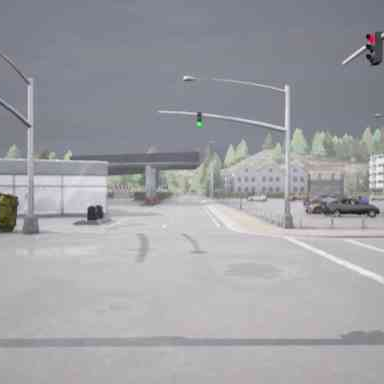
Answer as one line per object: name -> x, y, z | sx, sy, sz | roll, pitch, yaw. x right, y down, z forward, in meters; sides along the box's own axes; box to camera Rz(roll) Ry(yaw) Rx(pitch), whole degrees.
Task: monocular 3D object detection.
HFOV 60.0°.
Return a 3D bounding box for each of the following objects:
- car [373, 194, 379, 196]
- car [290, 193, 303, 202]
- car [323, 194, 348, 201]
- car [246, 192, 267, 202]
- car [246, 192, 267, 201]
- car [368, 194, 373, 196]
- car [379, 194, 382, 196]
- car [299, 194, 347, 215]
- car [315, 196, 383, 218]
car -> 38.143, 1.127, 68.357 | 3.806, 1.475, 1.970 | 0, 0, -1
car -> 21.105, 0.997, 64.963 | 4.605, 1.855, 1.932 | 0, 0, -1
car -> 31.069, 1.187, 71.972 | 4.514, 1.523, 2.007 | 0, 0, -1
car -> 12.627, 1.261, 64.868 | 3.806, 1.475, 1.970 | 0, 0, -1
car -> 13.215, 0.972, 68.196 | 3.866, 1.878, 1.905 | 0, 0, -1
car -> 20.504, 1.254, 42.509 | 3.633, 1.501, 1.845 | 0, 0, -1
car -> 38.510, 1.058, 61.942 | 5.027, 1.636, 2.152 | 0, 0, -1
car -> 12.911, 1.283, 30.611 | 5.027, 1.636, 2.152 | 0, 0, -1
car -> 12.984, 1.297, 27.475 | 4.514, 1.523, 2.007 | 0, 0, -1
